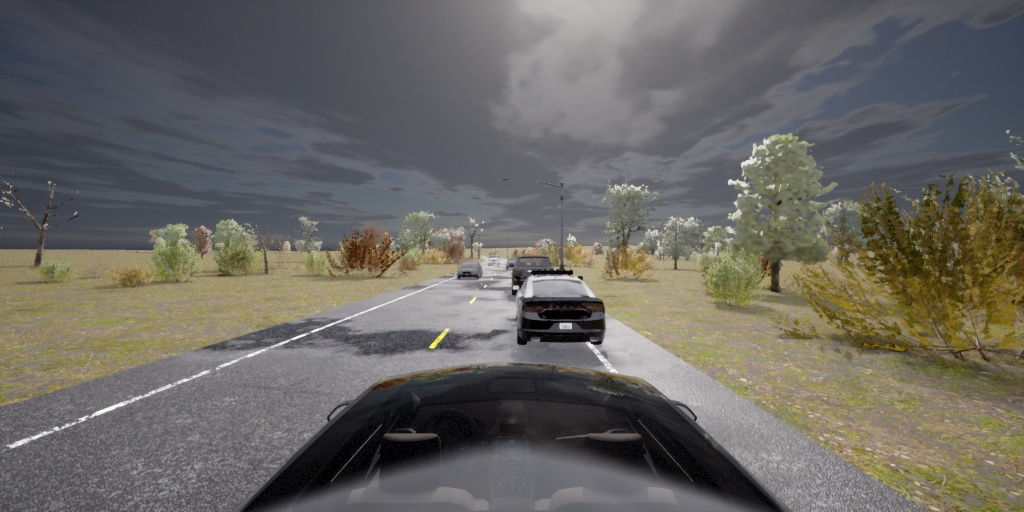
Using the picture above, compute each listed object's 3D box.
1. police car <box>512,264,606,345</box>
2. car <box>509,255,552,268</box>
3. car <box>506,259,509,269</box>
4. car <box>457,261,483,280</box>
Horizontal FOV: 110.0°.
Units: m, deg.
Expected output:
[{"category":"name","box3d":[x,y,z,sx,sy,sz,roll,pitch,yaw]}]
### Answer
[{"category":"police car","box3d":[1.055,1.170,9.615,1.930,1.638,5.238,0,0,0]},{"category":"car","box3d":[1.060,0.957,19.536,2.150,2.045,5.566,0,0,0]},{"category":"car","box3d":[0.082,1.209,52.255,2.033,1.411,5.357,0,0,1]},{"category":"car","box3d":[-3.585,1.218,31.041,1.837,1.490,4.892,0,0,0]}]
